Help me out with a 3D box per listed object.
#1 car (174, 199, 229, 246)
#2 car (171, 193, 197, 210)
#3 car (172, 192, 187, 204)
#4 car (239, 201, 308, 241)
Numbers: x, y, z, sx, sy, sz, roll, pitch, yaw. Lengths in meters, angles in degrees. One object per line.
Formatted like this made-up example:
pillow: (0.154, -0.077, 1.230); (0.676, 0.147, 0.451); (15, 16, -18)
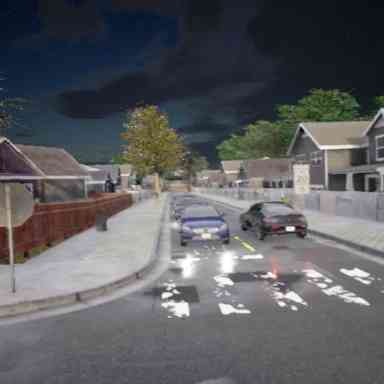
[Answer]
car: (0.329, 1.242, 13.967); (1.812, 1.442, 4.674); (-2, 1, -4)
car: (-0.337, 1.060, 23.351); (1.837, 1.490, 4.892); (-2, 1, -4)
car: (-1.730, 0.749, 43.642); (1.812, 1.442, 4.674); (-2, 1, -4)
car: (3.335, 1.121, 14.263); (1.812, 1.442, 4.674); (-2, 1, -5)
